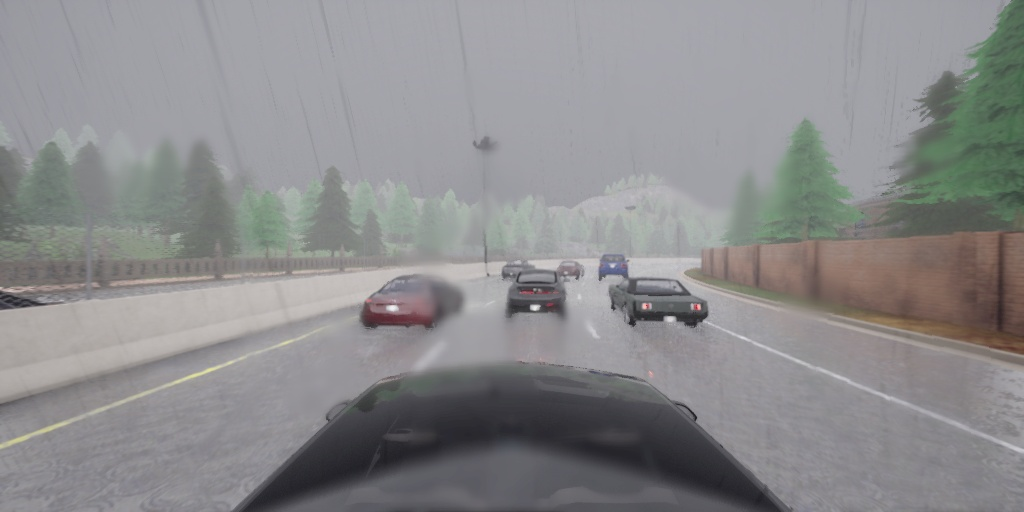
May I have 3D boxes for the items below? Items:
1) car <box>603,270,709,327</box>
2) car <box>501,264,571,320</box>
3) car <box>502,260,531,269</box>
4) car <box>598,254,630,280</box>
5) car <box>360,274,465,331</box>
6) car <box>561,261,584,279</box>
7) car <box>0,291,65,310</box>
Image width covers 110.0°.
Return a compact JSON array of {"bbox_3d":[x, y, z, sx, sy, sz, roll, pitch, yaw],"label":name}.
[{"bbox_3d":[4.282,1.308,11.351,1.895,1.301,4.718,0,0,6],"label":"car"},{"bbox_3d":[0.947,1.189,12.489,1.837,1.490,4.892,0,0,7],"label":"car"},{"bbox_3d":[0.634,1.074,27.861,2.128,1.511,4.902,0,0,16],"label":"car"},{"bbox_3d":[8.210,0.834,28.844,2.150,2.045,5.566,0,0,18],"label":"car"},{"bbox_3d":[-2.750,1.241,10.822,1.994,1.385,4.181,0,0,5],"label":"car"},{"bbox_3d":[4.873,1.116,29.800,1.812,1.442,4.674,0,0,18],"label":"car"},{"bbox_3d":[-10.377,1.274,5.958,1.895,1.301,4.718,0,0,4],"label":"car"}]
